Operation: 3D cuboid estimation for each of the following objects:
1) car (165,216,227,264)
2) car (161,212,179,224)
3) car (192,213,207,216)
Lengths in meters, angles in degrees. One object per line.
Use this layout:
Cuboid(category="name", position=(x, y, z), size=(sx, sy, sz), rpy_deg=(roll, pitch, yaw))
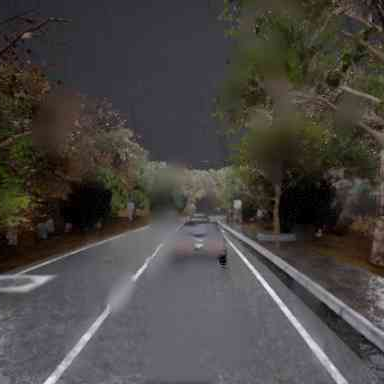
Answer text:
Cuboid(category="car", position=(0.311, 1.826, 12.821), size=(2.033, 1.411, 5.357), rpy_deg=(0, -2, 1))
Cuboid(category="car", position=(-2.749, 3.275, 42.161), size=(1.837, 1.490, 4.892), rpy_deg=(0, -3, 2))
Cuboid(category="car", position=(0.692, 2.768, 32.507), size=(2.128, 1.511, 4.902), rpy_deg=(0, -3, 1))
